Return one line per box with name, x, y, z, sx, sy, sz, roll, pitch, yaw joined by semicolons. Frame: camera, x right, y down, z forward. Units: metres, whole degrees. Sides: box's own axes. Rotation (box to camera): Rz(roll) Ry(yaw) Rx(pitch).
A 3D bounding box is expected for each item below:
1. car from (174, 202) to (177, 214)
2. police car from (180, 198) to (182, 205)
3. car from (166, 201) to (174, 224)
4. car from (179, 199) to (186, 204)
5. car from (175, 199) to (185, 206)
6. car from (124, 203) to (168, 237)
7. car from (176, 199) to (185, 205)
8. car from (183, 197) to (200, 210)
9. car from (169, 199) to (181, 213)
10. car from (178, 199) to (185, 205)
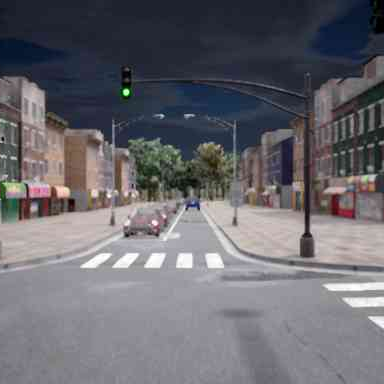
car;-2.647;1.866;29.874;1.947;1.339;4.313;-1;-1;0
police car;-3.011;1.962;51.733;1.930;1.638;5.238;0;-1;0
car;-2.648;1.684;24.441;1.967;1.590;4.097;-1;-1;0
car;-2.651;2.595;95.088;1.947;1.339;4.313;-1;-1;0
car;-2.650;2.329;73.350;2.008;1.369;4.403;-1;-1;0
car;-2.648;1.628;19.007;1.967;1.590;4.097;-1;-1;0
car;-2.650;2.406;78.784;1.947;1.339;4.313;-1;-1;0
car;0.109;1.755;51.419;2.150;2.045;5.566;0;-1;-1
car;-2.648;1.962;40.743;1.887;1.381;4.507;-1;-1;0
car;-2.650;2.485;84.218;1.802;1.307;4.206;-1;-1;0
